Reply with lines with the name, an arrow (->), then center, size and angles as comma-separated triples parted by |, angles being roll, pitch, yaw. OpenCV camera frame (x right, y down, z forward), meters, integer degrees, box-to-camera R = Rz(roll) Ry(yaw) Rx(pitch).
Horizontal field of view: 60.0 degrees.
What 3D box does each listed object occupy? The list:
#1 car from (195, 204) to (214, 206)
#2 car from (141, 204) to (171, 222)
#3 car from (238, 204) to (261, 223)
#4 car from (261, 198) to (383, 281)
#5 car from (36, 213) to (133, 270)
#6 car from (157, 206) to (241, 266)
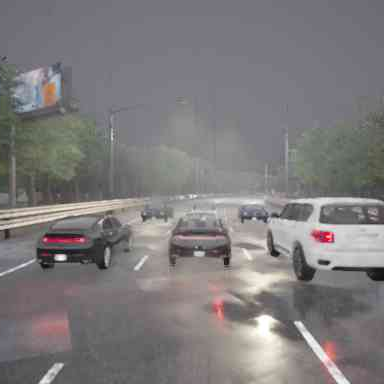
car -> 0.969, 1.540, 25.285 | 1.895, 1.301, 4.718 | 0, 0, 4
car -> -2.524, 1.535, 25.487 | 1.895, 1.301, 4.718 | 0, 0, 4
car -> 4.465, 1.544, 25.113 | 1.895, 1.301, 4.718 | 0, 0, 4
car -> 3.747, 1.192, 9.878 | 2.150, 2.045, 5.566 | 0, -1, 1
car -> -3.231, 1.469, 10.878 | 1.837, 1.490, 4.892 | 0, -1, 3
car -> 0.293, 1.461, 11.406 | 2.128, 1.511, 4.902 | 0, 0, 2
